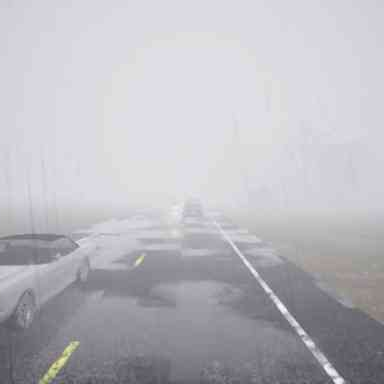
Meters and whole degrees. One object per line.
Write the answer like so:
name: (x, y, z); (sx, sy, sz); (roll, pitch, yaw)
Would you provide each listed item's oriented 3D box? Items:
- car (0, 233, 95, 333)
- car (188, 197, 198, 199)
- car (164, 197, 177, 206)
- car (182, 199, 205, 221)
car: (-3.594, 1.615, 6.948); (1.895, 1.301, 4.718); (0, 0, 0)
car: (0.132, 1.436, 40.937); (2.097, 1.767, 4.553); (0, 0, 0)
car: (-3.477, 1.642, 55.904); (1.812, 1.442, 4.674); (0, 0, 1)
car: (0.112, 1.605, 27.978); (2.033, 1.411, 5.357); (0, 0, 0)
